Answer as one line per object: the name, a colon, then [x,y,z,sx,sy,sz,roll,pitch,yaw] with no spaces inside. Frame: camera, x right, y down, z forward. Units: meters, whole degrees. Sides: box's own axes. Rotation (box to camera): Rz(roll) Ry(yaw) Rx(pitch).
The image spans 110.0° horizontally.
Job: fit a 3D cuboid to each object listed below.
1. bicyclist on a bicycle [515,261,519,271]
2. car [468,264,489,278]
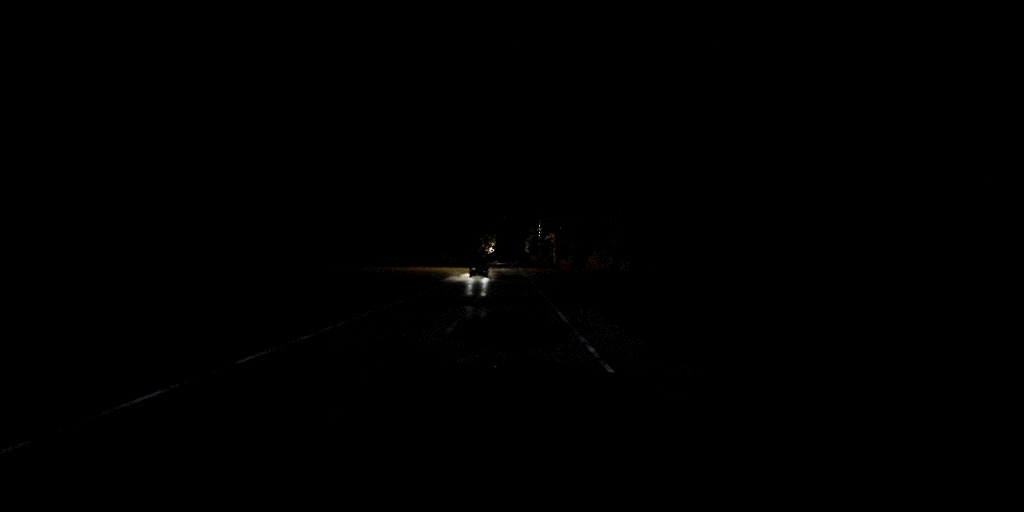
bicyclist on a bicycle: [0.937,1.770,61.829,0.582,1.620,1.656,0,-1,0]
car: [-3.598,1.608,39.373,1.837,1.490,4.892,0,-1,0]
